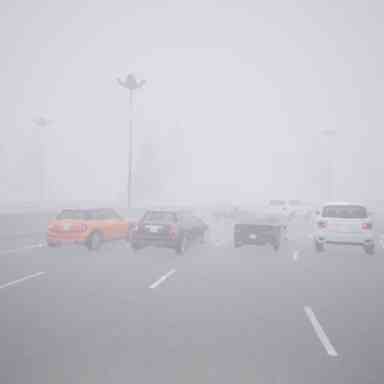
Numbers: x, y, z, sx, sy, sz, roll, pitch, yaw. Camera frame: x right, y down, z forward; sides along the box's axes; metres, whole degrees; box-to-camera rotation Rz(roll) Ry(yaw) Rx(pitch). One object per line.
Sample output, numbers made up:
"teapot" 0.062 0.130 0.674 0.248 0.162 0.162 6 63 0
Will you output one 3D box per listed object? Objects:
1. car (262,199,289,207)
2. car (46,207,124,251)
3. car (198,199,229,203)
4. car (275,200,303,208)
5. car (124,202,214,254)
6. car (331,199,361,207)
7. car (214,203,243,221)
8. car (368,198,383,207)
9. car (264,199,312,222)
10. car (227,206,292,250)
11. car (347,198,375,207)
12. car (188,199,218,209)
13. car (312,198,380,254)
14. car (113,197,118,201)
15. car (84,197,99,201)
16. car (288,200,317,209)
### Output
"car" 16.253 2.153 64.404 4.892 1.490 1.837 0 -1 -21
"car" -4.267 1.444 14.962 2.097 1.767 4.553 1 -1 17
"car" 3.691 1.991 49.242 4.892 1.490 1.837 0 0 -37
"car" 17.887 2.150 61.266 4.674 1.442 1.812 0 0 -20
"car" -0.769 1.484 14.443 2.097 1.767 4.553 1 -1 18
"car" 31.746 2.224 68.451 5.357 1.411 2.033 0 0 -10
"car" 3.917 1.940 30.093 1.895 1.301 4.718 0 -1 38
"car" 34.314 2.163 61.753 5.357 1.411 2.033 0 0 -10
"car" 9.039 1.632 30.689 2.150 2.045 5.566 -1 -1 44
"car" 3.375 1.674 15.682 1.882 1.535 5.008 0 -1 22
"car" 33.137 2.008 65.120 4.553 1.767 2.097 0 0 -10
"car" 1.887 2.016 56.788 4.902 1.511 2.128 1 -1 -34
"car" 6.831 1.458 15.044 2.150 2.045 5.566 0 -1 23
"car" -19.841 2.166 90.188 1.812 1.442 4.674 1 -1 13
"car" -22.627 1.809 74.693 2.097 1.767 4.553 1 -1 5
"car" 19.302 2.125 58.003 4.674 1.442 1.812 0 0 -21
